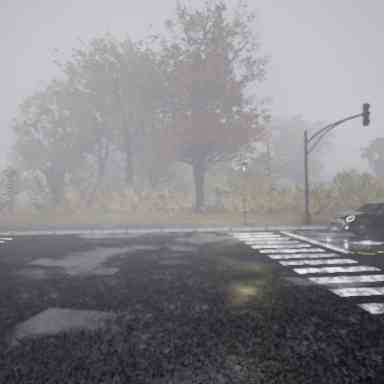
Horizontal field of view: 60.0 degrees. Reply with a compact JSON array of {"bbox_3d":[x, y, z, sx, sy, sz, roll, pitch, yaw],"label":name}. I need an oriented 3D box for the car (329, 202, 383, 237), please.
[{"bbox_3d":[9.649,1.317,17.547,4.553,1.767,2.097,0,0,-6],"label":"car"}]
